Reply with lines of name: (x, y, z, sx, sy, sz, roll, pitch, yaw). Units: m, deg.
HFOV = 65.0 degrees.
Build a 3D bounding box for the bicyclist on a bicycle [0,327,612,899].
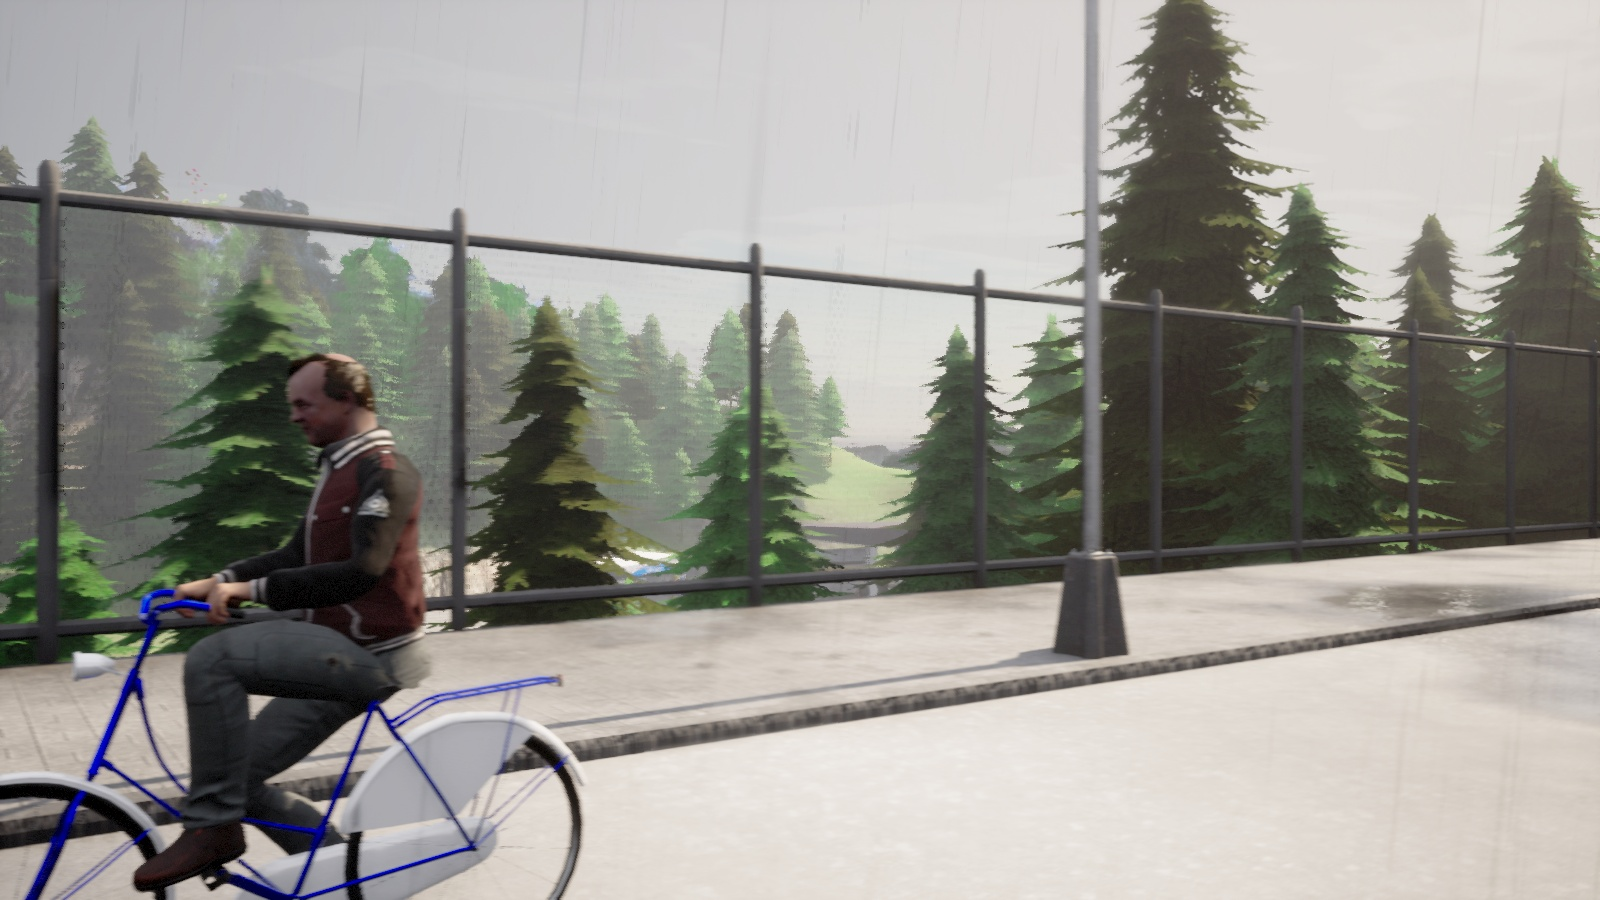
bicyclist on a bicycle: (-1.468, 0.627, 3.245, 1.843, 1.776, 0.659, 0, 0, -35)
